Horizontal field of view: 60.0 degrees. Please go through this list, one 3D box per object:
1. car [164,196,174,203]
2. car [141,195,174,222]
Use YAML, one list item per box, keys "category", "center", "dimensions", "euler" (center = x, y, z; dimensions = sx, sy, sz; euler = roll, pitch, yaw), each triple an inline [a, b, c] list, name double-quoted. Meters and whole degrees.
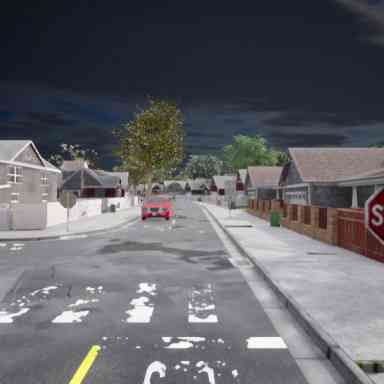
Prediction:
- category: "car"
  center: [-4.825, 1.572, 69.566]
  dimensions: [1.812, 1.442, 4.674]
  euler: [0, 0, -7]
- category: "car"
  center: [-2.762, 1.269, 27.187]
  dimensions: [2.150, 2.045, 5.566]
  euler: [0, 0, 0]
